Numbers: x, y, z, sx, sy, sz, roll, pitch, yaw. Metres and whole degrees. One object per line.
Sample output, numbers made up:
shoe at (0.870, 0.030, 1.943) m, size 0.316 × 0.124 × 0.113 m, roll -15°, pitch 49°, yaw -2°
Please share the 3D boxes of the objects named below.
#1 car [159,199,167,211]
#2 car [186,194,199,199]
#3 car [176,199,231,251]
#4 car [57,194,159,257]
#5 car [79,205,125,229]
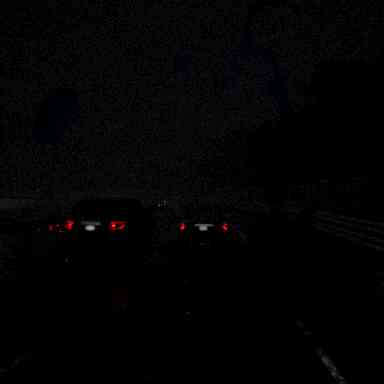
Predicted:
car at (-4.354, 1.614, 42.507) m, size 1.994 × 1.385 × 4.181 m, roll 0°, pitch 0°, yaw -10°
car at (-0.015, 1.418, 37.600) m, size 2.097 × 1.767 × 4.553 m, roll 0°, pitch 0°, yaw -8°
car at (0.583, 1.381, 14.465) m, size 2.097 × 1.767 × 4.553 m, roll 0°, pitch 0°, yaw 4°
car at (-2.994, 1.228, 13.132) m, size 2.150 × 2.045 × 5.566 m, roll 1°, pitch 0°, yaw 4°
car at (-5.994, 1.606, 22.746) m, size 1.895 × 1.301 × 4.718 m, roll 0°, pitch 0°, yaw 0°
